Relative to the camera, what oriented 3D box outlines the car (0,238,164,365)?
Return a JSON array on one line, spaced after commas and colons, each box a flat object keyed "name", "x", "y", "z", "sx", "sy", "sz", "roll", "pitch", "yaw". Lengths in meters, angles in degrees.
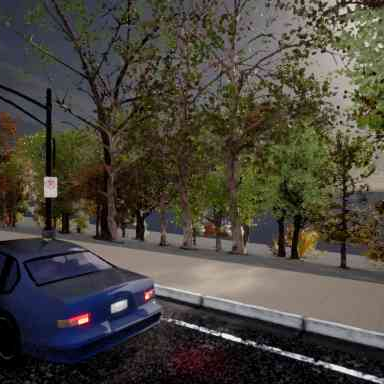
[{"name": "car", "x": -2.997, "y": 1.546, "z": 5.827, "sx": 5.357, "sy": 1.411, "sz": 2.033, "roll": 0, "pitch": 0, "yaw": 36}]
